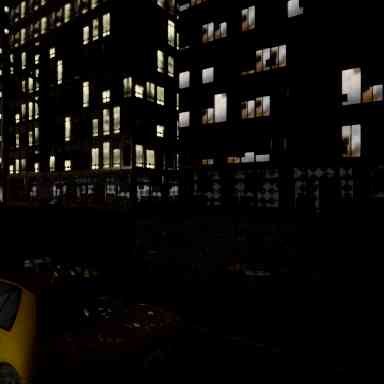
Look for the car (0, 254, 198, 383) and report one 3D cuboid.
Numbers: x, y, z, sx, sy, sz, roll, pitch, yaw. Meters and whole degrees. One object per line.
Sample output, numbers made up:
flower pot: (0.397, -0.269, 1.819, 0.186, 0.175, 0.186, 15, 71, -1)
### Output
car: (-2.217, 1.525, 4.451, 4.829, 1.417, 1.752, 0, 0, 35)
